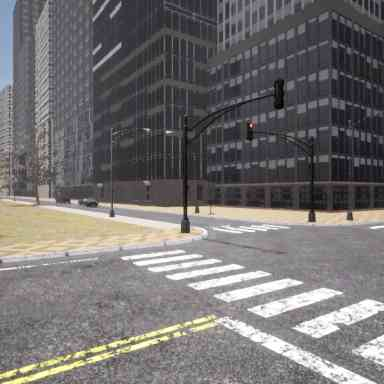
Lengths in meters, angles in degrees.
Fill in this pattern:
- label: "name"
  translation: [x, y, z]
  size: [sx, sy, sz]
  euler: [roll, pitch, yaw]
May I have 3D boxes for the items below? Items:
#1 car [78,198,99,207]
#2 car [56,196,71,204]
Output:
- label: "car"
  translation: [-16.078, 1.601, 51.345]
  size: [1.895, 1.301, 4.718]
  euler: [0, 0, -35]
- label: "car"
  translation: [-24.613, 1.511, 63.526]
  size: [1.837, 1.490, 4.892]
  euler: [0, 0, -35]
